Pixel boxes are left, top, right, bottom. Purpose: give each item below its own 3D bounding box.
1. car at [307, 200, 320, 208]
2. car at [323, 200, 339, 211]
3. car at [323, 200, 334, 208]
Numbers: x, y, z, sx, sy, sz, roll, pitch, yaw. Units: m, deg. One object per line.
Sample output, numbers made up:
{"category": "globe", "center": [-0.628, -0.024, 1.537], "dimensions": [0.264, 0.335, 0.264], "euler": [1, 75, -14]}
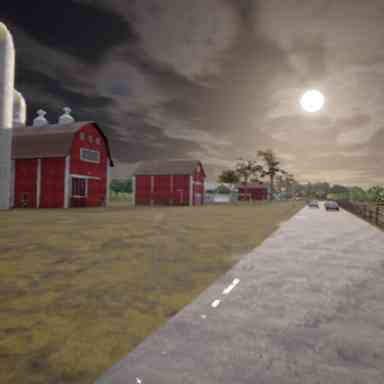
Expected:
{"category": "car", "center": [22.804, 2.273, 62.338], "dimensions": [1.837, 1.490, 4.892], "euler": [0, -1, 21]}
{"category": "car", "center": [22.651, 2.253, 53.830], "dimensions": [1.994, 1.385, 4.181], "euler": [0, 0, 21]}
{"category": "car", "center": [27.994, 2.414, 68.283], "dimensions": [2.033, 1.411, 5.357], "euler": [0, -1, 21]}
